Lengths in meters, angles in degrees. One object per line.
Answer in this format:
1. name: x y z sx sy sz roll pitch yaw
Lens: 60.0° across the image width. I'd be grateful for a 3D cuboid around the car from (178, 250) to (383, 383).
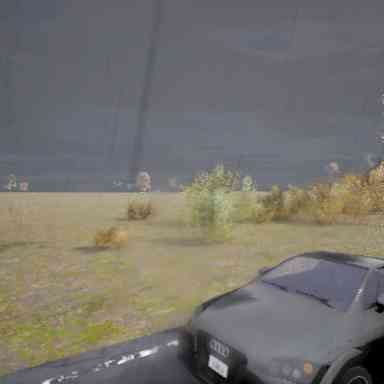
1. car: 1.905 1.558 4.461 4.181 1.385 1.994 0 0 -34
